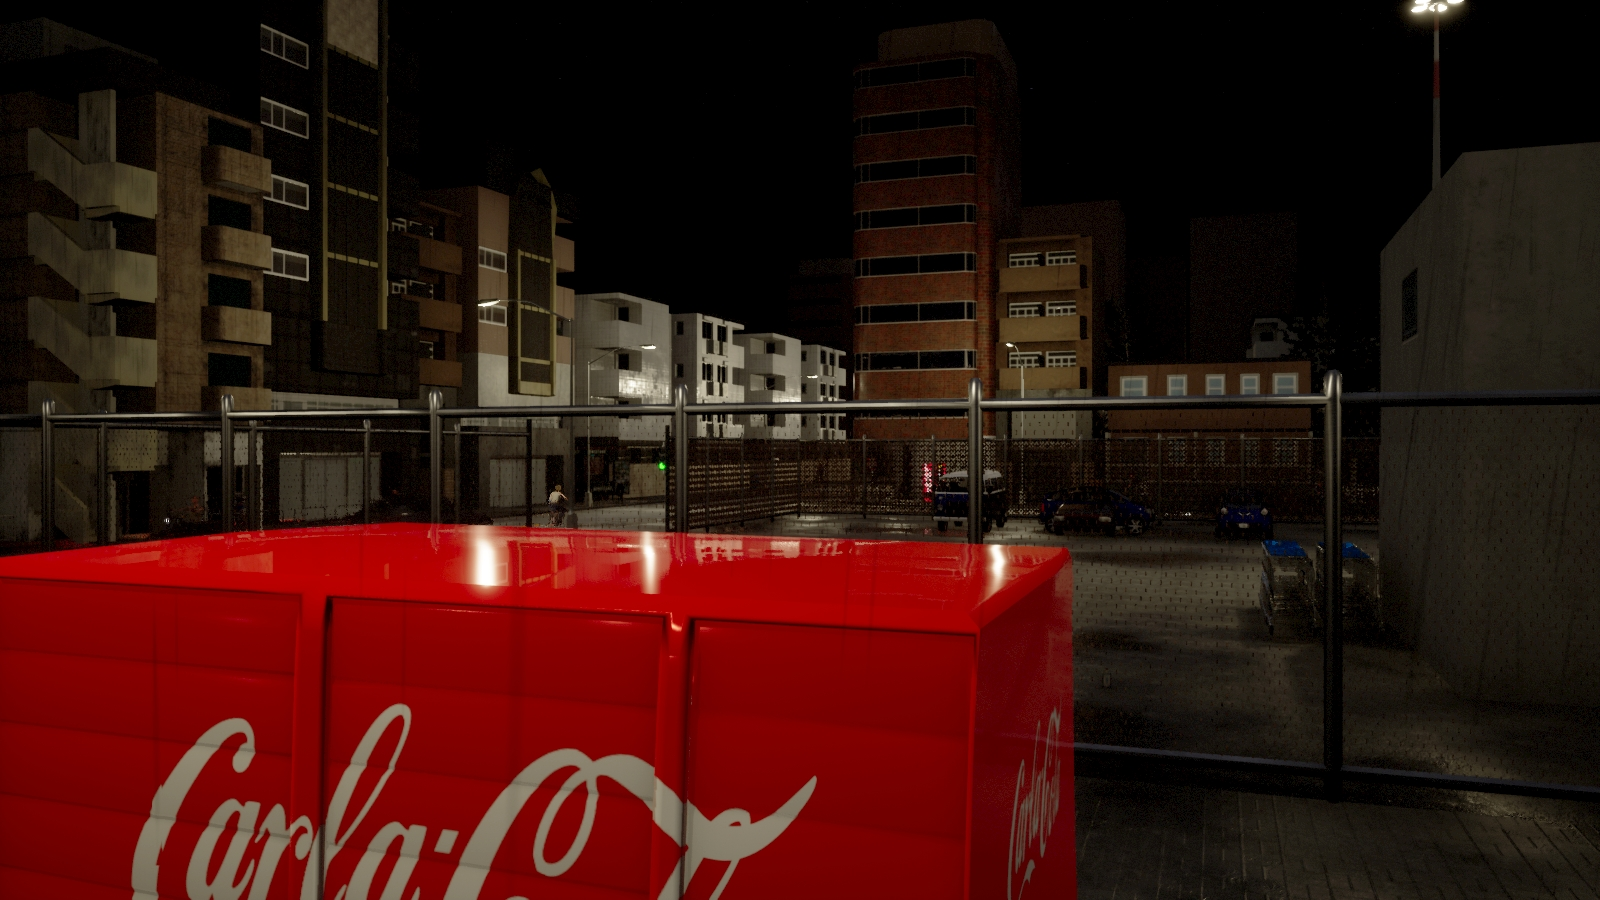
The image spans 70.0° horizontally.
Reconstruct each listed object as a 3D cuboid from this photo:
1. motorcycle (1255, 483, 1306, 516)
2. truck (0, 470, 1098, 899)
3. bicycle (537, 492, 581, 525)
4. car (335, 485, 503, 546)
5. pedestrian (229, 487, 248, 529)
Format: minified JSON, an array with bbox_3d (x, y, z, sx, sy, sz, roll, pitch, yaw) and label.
[{"bbox_3d":[18.998,1.962,45.181,1.805,1.236,0.856,0,0,20],"label":"motorcycle"},{"bbox_3d":[-1.648,1.349,4.450,5.204,2.467,2.627,0,0,20],"label":"truck"},{"bbox_3d":[-8.466,2.045,40.264,0.859,1.080,1.487,0,0,20],"label":"bicycle"},{"bbox_3d":[-11.018,1.851,33.465,2.163,1.488,4.792,0,0,20],"label":"car"},{"bbox_3d":[-17.748,1.815,36.094,0.375,1.300,0.375,0,0,21],"label":"pedestrian"}]
